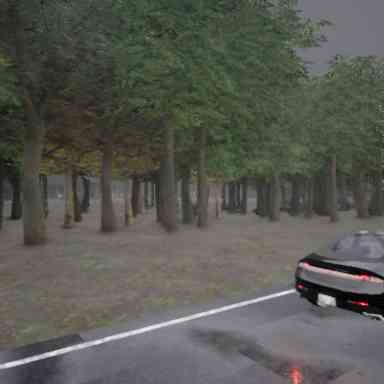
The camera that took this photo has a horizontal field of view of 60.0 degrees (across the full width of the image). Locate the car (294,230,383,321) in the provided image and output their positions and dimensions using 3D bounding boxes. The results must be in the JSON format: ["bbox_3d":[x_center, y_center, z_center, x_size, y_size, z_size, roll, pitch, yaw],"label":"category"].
[{"bbox_3d":[4.154,1.533,6.758,4.902,1.511,2.128,0,0,-35],"label":"car"}]
